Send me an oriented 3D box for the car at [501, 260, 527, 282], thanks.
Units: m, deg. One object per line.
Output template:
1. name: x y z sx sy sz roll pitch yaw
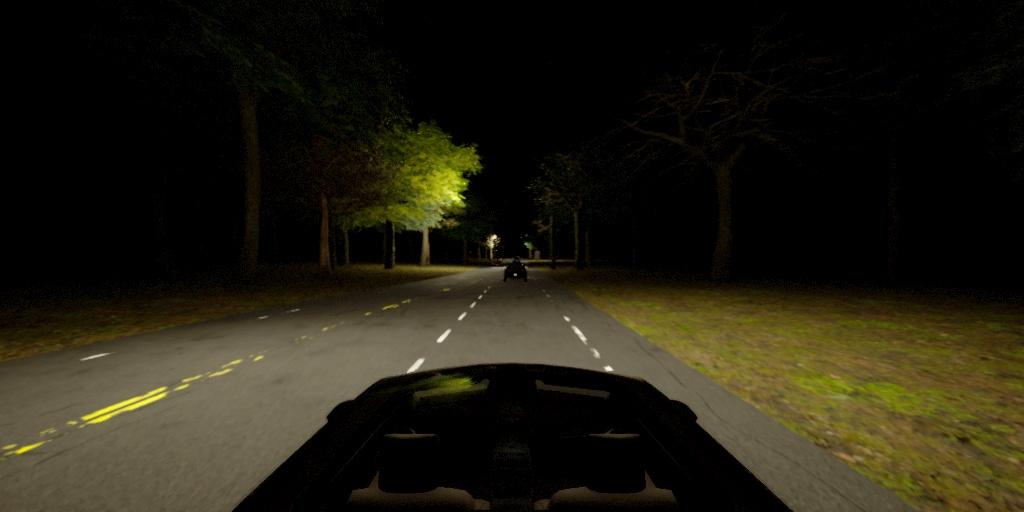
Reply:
1. car: 0.301 1.341 31.077 1.882 1.535 5.008 -1 0 1
